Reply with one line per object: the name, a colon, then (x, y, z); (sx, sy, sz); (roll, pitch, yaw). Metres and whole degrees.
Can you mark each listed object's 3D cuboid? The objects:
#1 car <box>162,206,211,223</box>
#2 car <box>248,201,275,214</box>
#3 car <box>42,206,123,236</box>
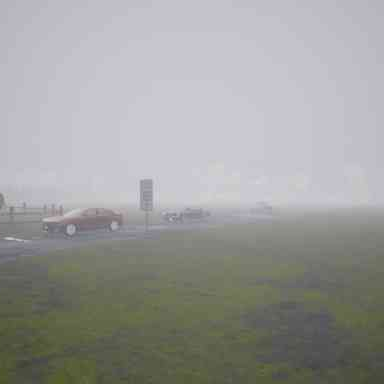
car: (-0.408, 1.871, 28.242); (1.895, 1.301, 4.718); (-1, -1, 35)
car: (8.643, 1.927, 40.989); (1.837, 1.490, 4.892); (-1, -1, 36)
car: (-6.362, 1.645, 19.838); (1.882, 1.535, 5.008); (-1, -1, 35)
